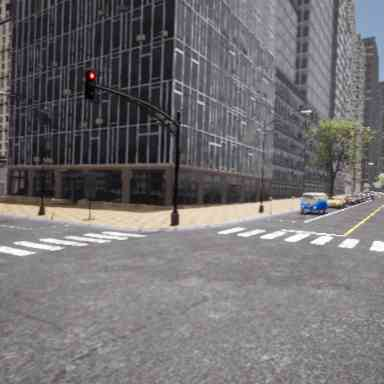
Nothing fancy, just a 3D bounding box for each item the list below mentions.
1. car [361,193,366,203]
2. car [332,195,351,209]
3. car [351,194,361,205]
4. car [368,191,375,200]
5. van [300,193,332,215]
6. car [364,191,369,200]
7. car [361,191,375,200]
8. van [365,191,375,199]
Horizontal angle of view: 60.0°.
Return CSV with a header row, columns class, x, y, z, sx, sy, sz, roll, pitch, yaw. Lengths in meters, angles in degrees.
class,x,y,z,sx,sy,sz,roll,pitch,yaw
car,25.777,1.044,52.604,1.947,1.339,4.313,3,2,32
car,16.543,1.091,38.102,1.752,1.417,4.829,3,2,32
car,22.729,1.089,47.818,1.802,1.307,4.206,3,2,32
car,34.923,0.943,66.960,2.008,1.369,4.403,3,2,32
van,10.546,0.963,28.668,1.690,1.788,3.998,3,2,32
car,28.825,1.015,57.389,1.947,1.339,4.313,3,2,32
car,37.980,0.678,71.738,2.192,1.841,5.009,3,2,32
van,41.027,0.676,76.524,1.690,1.788,3.998,3,2,32
